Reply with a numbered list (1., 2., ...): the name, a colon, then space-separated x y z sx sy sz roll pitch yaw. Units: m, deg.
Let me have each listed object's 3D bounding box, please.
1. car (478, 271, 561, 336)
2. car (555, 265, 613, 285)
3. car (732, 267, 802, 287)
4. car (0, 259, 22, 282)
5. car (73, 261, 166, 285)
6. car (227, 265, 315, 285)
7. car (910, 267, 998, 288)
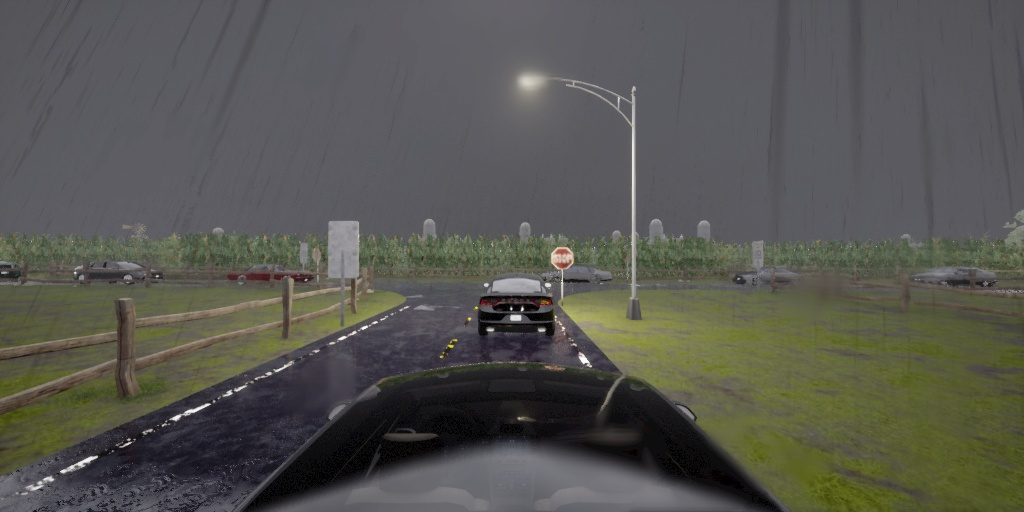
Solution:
1. car: 0.152 1.230 10.478 1.882 1.535 5.008 0 0 2
2. car: 4.544 1.373 26.191 5.357 1.411 2.033 0 -1 0
3. car: 18.483 1.501 26.085 4.181 1.385 1.994 0 -1 1
4. car: -35.973 0.717 23.549 5.566 2.045 2.150 0 -1 1
5. car: -25.609 1.066 23.463 4.892 1.490 1.837 0 -1 1
6. car: -15.569 1.229 23.353 4.718 1.301 1.895 0 -1 2
7. car: 31.878 1.539 25.984 4.902 1.511 2.128 0 -1 0
